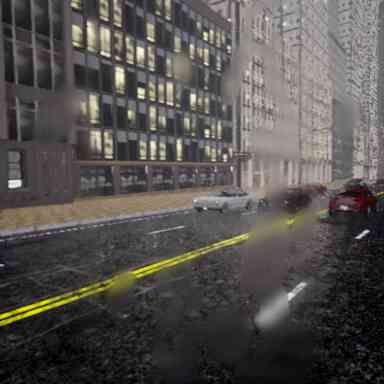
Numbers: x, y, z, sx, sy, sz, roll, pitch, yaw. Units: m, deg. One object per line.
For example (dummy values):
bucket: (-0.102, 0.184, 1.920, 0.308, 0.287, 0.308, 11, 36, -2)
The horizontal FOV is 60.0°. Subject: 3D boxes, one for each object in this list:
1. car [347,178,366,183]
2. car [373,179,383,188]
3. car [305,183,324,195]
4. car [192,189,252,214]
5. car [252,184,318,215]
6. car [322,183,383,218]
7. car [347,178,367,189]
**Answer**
car: (17.017, -0.461, 34.697, 2.128, 1.511, 4.902, 2, 3, 37)
car: (28.568, -1.242, 50.021, 1.837, 1.490, 4.892, 2, 3, 37)
car: (11.983, -0.246, 33.400, 1.895, 1.301, 4.718, 2, 4, 37)
car: (2.049, 0.493, 20.098, 1.895, 1.301, 4.718, 2, 4, 37)
car: (5.455, 0.470, 19.225, 1.994, 1.385, 4.181, 2, 4, 37)
car: (8.683, 0.477, 17.787, 1.812, 1.442, 4.674, 2, 4, 37)
car: (25.650, -1.344, 51.552, 1.837, 1.490, 4.892, 2, 3, 37)
